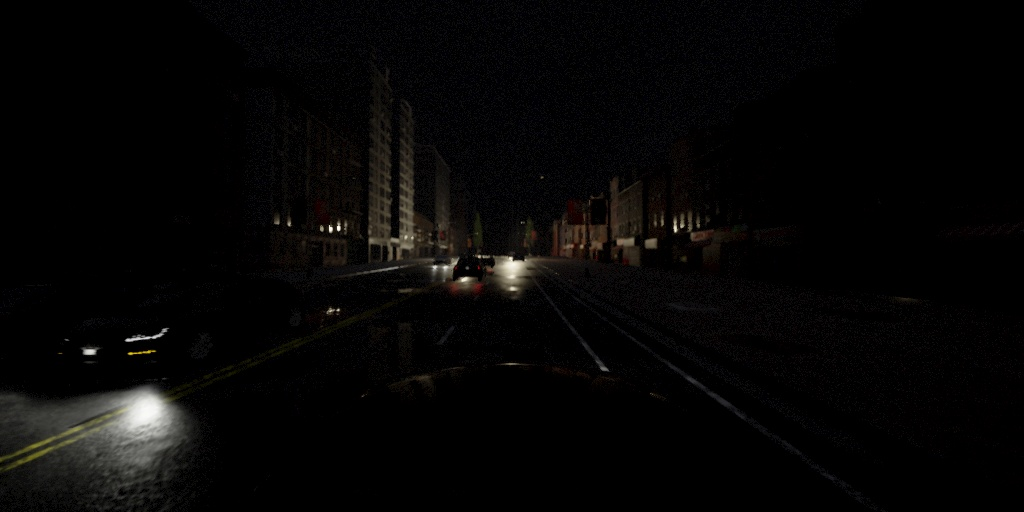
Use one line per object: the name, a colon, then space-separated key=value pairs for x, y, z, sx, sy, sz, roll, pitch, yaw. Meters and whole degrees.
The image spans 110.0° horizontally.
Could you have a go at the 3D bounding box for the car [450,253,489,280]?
car: x=-3.149 y=0.843 z=27.394 sx=2.097 sy=1.767 sz=4.553 roll=0 pitch=1 yaw=0

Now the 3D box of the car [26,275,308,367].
car: x=-6.598 y=1.232 z=8.027 sx=1.837 sy=1.490 sz=4.892 roll=0 pitch=0 yaw=0

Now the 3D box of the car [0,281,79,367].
car: x=-9.850 y=1.276 z=7.800 sx=2.033 sy=1.411 sz=5.357 roll=0 pitch=0 yaw=0

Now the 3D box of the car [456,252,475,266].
car: x=-6.565 y=0.394 z=50.888 sx=2.097 sy=1.767 sz=4.553 roll=0 pitch=1 yaw=0

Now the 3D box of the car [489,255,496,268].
car: x=-3.147 y=0.638 z=45.609 sx=2.128 sy=1.511 sz=4.902 roll=0 pitch=1 yaw=0

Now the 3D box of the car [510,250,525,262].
car: x=1.142 y=0.145 z=63.344 sx=2.097 sy=1.767 sz=4.553 roll=0 pitch=1 yaw=0

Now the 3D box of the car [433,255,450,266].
car: x=-9.815 y=0.575 z=50.529 sx=1.812 sy=1.442 sz=4.674 roll=0 pitch=1 yaw=0
